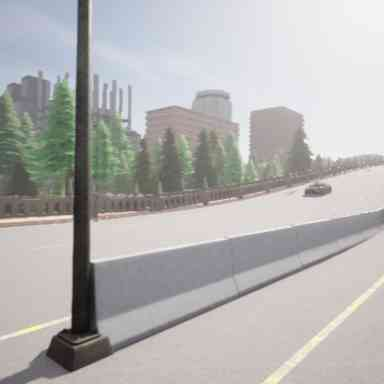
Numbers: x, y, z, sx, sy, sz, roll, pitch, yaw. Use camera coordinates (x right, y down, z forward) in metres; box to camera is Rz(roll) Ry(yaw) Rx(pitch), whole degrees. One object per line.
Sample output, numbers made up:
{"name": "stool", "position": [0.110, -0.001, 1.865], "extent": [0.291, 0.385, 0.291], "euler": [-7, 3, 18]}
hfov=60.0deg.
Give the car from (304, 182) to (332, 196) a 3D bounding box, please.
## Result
{"name": "car", "position": [14.590, -0.421, 38.430], "extent": [1.994, 1.385, 4.181], "euler": [1, 8, 41]}
